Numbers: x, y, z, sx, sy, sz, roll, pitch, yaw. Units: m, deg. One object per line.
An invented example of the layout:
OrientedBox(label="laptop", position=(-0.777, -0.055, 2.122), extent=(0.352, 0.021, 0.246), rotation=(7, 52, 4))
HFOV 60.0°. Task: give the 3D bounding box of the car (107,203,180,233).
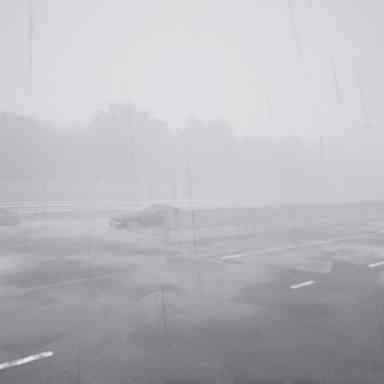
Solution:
OrientedBox(label="car", position=(-2.447, 1.534, 19.449), extent=(4.718, 1.301, 1.895), rotation=(-1, 0, -36))

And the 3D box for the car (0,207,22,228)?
OrientedBox(label="car", position=(-12.883, 1.529, 20.575), extent=(4.181, 1.385, 1.994), rotation=(1, 2, -36))
